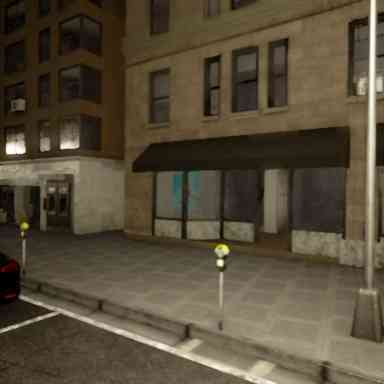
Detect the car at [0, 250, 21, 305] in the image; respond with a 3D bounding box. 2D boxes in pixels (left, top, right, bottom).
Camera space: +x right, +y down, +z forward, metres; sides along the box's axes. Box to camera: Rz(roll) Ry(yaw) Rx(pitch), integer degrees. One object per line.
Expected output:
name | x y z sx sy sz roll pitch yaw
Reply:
car | -5.125 1.501 6.613 4.313 1.339 1.947 0 1 35
